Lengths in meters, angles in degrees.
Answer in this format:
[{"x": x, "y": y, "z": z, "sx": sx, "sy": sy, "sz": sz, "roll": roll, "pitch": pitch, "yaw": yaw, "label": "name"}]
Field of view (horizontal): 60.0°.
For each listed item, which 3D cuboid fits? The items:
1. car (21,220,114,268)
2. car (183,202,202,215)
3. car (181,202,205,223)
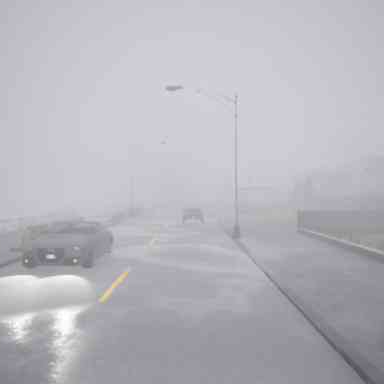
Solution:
[{"x": -4.088, "y": 1.703, "z": 11.619, "sx": 1.994, "sy": 1.385, "sz": 4.181, "roll": 0, "pitch": -1, "yaw": 0, "label": "car"}, {"x": 0.084, "y": 1.979, "z": 40.861, "sx": 2.128, "sy": 1.511, "sz": 4.902, "roll": 0, "pitch": -1, "yaw": 0, "label": "car"}, {"x": 0.092, "y": 1.855, "z": 29.298, "sx": 1.837, "sy": 1.490, "sz": 4.892, "roll": 0, "pitch": -1, "yaw": 0, "label": "car"}]
